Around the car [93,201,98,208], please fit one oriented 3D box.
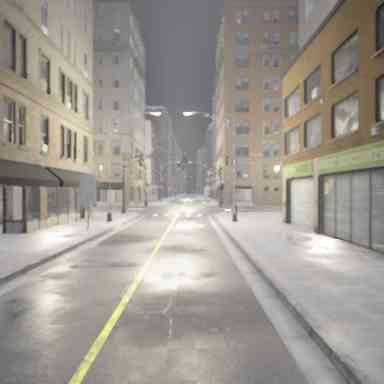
[{"bbox_3d":[-14.774,1.494,44.442,4.313,1.339,1.947,0,0,0],"label":"car"}]
